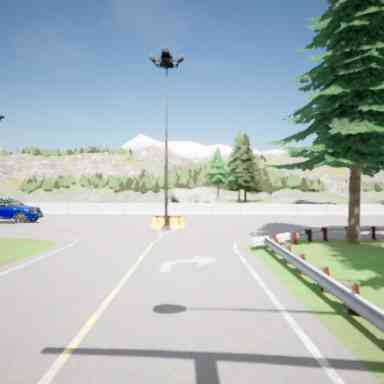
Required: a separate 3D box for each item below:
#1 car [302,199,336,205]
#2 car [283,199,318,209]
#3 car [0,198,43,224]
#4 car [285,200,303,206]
[{"bbox_3d":[18.703,2.043,47.966,4.181,1.385,1.994,0,0,0],"label":"car"},{"bbox_3d":[17.887,1.988,54.956,5.008,1.535,1.882,0,0,1],"label":"car"},{"bbox_3d":[-15.065,1.494,26.901,5.566,2.045,2.150,0,0,0],"label":"car"},{"bbox_3d":[17.424,2.093,51.469,4.718,1.301,1.895,0,0,0],"label":"car"}]
